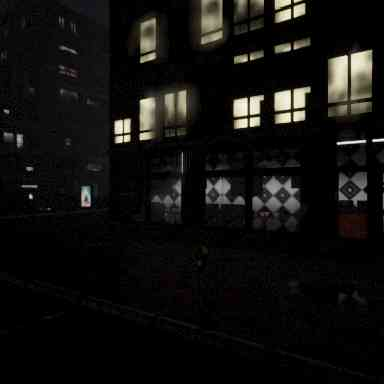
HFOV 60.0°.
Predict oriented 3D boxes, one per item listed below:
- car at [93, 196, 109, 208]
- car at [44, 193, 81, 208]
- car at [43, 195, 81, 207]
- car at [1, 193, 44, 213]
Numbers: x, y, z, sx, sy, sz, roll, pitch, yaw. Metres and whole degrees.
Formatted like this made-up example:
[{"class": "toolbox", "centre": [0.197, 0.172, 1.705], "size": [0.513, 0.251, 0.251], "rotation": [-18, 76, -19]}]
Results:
[{"class": "car", "centre": [-9.837, 1.072, 38.210], "size": [1.947, 1.339, 4.313], "rotation": [1, 2, 35]}, {"class": "car", "centre": [-15.676, 0.883, 39.983], "size": [2.097, 1.767, 4.553], "rotation": [0, 1, 35]}, {"class": "car", "centre": [-16.745, 1.074, 42.954], "size": [1.802, 1.307, 4.206], "rotation": [1, 2, 35]}, {"class": "car", "centre": [-16.185, 1.029, 29.106], "size": [2.192, 1.841, 5.009], "rotation": [1, 2, 35]}]
